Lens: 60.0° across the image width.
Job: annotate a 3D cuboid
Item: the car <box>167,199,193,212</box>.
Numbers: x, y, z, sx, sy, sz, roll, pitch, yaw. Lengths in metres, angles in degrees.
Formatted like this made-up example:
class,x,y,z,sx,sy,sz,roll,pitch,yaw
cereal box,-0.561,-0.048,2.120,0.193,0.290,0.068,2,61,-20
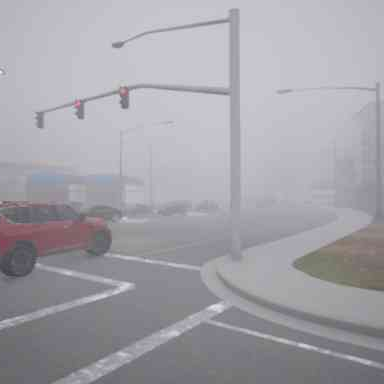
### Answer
class,x,y,z,sx,sy,sz,roll,pitch,yaw
car,-1.514,1.714,43.300,1.882,1.535,5.008,-1,0,16

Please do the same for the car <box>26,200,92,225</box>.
class,x,y,z,sx,sy,sz,roll,pitch,yaw
car,-10.671,1.571,27.030,2.097,1.767,4.553,-1,0,36

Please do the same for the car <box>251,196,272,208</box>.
class,x,y,z,sx,sy,sz,roll,pitch,yaw
car,10.716,1.753,51.405,1.994,1.385,4.181,0,0,5

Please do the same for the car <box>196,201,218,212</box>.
class,x,y,z,sx,sy,sz,roll,pitch,yaw
car,1.912,1.808,42.492,1.895,1.301,4.718,-1,0,16

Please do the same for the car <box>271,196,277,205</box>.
class,x,y,z,sx,sy,sz,roll,pitch,yaw
car,13.900,1.571,61.591,2.097,1.767,4.553,0,0,-8

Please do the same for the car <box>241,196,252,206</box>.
class,x,y,z,sx,sy,sz,roll,pitch,yaw
car,10.450,1.595,61.362,2.097,1.767,4.553,0,0,-8

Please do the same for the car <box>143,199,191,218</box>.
class,x,y,z,sx,sy,sz,roll,pitch,yaw
car,-2.236,1.681,33.210,2.128,1.511,4.902,-1,0,30

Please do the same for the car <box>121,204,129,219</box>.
class,x,y,z,sx,sy,sz,roll,pitch,yaw
car,-7.551,1.665,25.361,1.882,1.535,5.008,-1,0,36

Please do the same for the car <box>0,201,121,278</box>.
class,x,y,z,sx,sy,sz,roll,pitch,yaw
car,-4.967,1.308,10.793,2.150,2.045,5.566,-2,-1,23

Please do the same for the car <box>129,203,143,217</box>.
class,x,y,z,sx,sy,sz,roll,pitch,yaw
car,-5.750,1.784,34.134,1.994,1.385,4.181,-1,0,31
